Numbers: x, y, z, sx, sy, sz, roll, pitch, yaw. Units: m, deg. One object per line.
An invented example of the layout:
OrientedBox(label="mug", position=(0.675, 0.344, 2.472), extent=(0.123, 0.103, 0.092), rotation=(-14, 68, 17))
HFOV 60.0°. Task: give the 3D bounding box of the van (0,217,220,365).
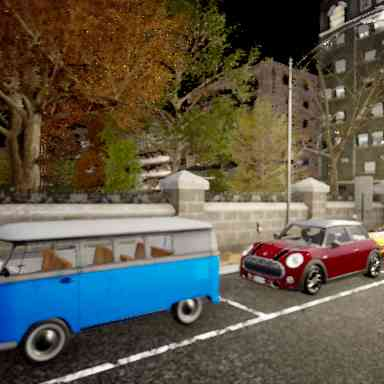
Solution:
OrientedBox(label="van", position=(-1.386, 1.359, 5.554), extent=(3.998, 1.788, 1.690), rotation=(1, 0, -35))

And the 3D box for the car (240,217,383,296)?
OrientedBox(label="car", position=(3.186, 1.508, 8.807), extent=(4.097, 1.590, 1.967), rotation=(1, 0, -35))
